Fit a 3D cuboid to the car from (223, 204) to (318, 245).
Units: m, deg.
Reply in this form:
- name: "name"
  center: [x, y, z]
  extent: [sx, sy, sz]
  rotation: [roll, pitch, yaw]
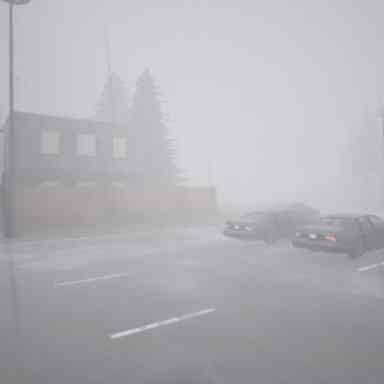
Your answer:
- name: "car"
  center: [3.885, 1.489, 15.122]
  extent: [5.357, 1.411, 2.033]
  rotation: [0, 0, -35]

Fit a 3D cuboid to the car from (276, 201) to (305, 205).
- name: "car"
  center: [6.987, 1.385, 22.783]
  extent: [5.008, 1.535, 1.882]
  rotation: [0, 0, -45]

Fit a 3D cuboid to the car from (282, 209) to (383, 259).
- name: "car"
  center: [5.987, 1.489, 12.322]
  extent: [5.357, 1.411, 2.033]
  rotation: [0, 0, -35]
